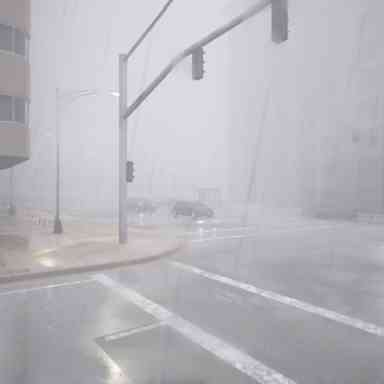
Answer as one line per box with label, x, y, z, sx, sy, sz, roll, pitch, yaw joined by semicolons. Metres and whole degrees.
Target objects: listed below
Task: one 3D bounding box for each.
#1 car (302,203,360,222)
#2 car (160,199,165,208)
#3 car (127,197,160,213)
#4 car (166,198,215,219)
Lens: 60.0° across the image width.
car;10.990;1.564;26.520;1.994;1.385;4.181;0;0;-44
car;-6.205;1.547;43.963;2.033;1.411;5.357;0;0;-36
car;-5.932;1.352;37.334;2.097;1.767;4.553;0;0;-37
car;-0.027;1.505;29.235;1.837;1.490;4.892;0;0;-36
